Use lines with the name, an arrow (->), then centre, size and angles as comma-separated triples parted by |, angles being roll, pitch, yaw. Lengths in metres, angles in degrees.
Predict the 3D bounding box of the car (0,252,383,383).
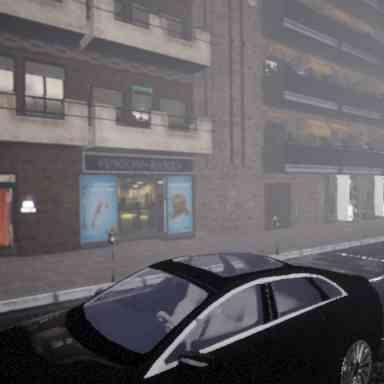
car -> 0.092, 1.483, 3.442 | 4.902, 1.511, 2.128 | 0, 0, -35
